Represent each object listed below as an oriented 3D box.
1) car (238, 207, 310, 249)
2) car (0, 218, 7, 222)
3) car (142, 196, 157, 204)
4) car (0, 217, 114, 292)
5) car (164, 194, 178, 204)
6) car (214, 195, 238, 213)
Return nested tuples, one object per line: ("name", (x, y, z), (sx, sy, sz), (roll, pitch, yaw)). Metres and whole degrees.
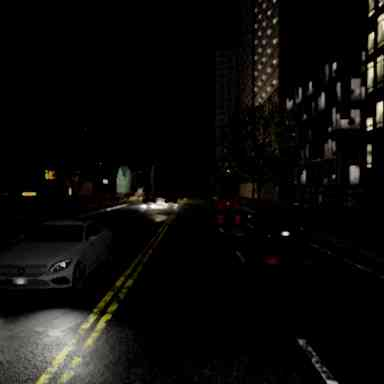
("car", (3.351, 1.449, 13.909), (1.994, 1.385, 4.181), (0, 0, 0))
("car", (-6.599, 1.428, 9.097), (1.837, 1.490, 4.892), (0, 0, 0))
("car", (-6.560, 1.220, 51.692), (1.895, 1.301, 4.718), (0, 0, 0))
("car", (-3.349, 1.451, 8.827), (1.812, 1.442, 4.674), (0, 0, 0))
("car", (-3.306, 1.121, 52.404), (1.837, 1.490, 4.892), (0, 0, 0))
("car", (3.356, 1.094, 33.234), (2.097, 1.767, 4.553), (0, 0, 0))
